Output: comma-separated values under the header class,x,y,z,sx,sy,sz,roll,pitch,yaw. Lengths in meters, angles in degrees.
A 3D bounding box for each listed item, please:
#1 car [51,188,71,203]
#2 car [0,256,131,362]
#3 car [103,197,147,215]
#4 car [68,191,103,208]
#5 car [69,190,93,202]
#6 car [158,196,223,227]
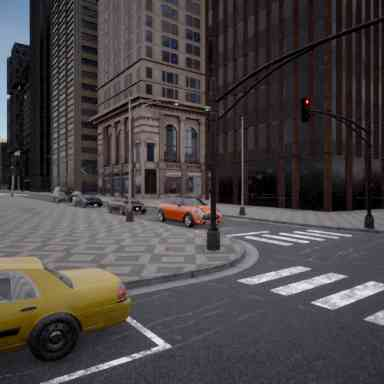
class,x,y,z,sx,sy,sz,roll,pitch,yaw
car,-17.122,0.647,43.798,1.837,1.490,4.892,0,1,-35
car,-3.233,1.525,4.343,4.829,1.417,1.752,0,0,-36
car,-5.399,1.087,27.371,1.994,1.385,4.181,0,1,-36
car,-11.169,0.882,35.430,2.033,1.411,5.357,0,1,-36
car,-15.960,0.575,47.512,1.882,1.535,5.008,0,1,-36
car,-0.200,1.050,20.116,2.097,1.767,4.553,0,1,-36
